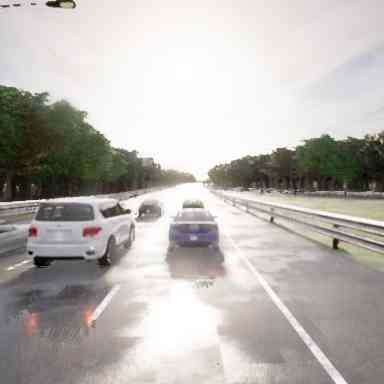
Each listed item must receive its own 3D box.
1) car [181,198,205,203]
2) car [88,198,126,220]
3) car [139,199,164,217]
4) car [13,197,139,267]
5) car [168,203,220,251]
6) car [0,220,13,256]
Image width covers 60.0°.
[{"bbox_3d":[0.074,1.256,29.060,1.882,1.535,5.008,0,1,0],"label":"car"},{"bbox_3d":[-6.932,1.300,27.609,1.837,1.490,4.892,0,1,0],"label":"car"},{"bbox_3d":[-3.428,1.310,28.508,1.812,1.442,4.674,0,1,0],"label":"car"},{"bbox_3d":[-3.437,1.180,11.345,2.150,2.045,5.566,0,1,0],"label":"car"},{"bbox_3d":[0.075,1.416,13.738,1.882,1.535,5.008,0,0,0],"label":"car"},{"bbox_3d":[-6.938,1.558,11.137,1.895,1.301,4.718,0,0,0],"label":"car"}]
